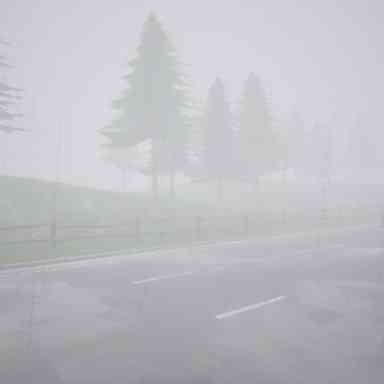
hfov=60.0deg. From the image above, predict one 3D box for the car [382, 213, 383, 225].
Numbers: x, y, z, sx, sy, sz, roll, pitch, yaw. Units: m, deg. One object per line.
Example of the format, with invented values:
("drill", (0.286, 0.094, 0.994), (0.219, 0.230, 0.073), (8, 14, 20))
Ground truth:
("car", (15.972, 1.805, 24.723), (5.008, 1.535, 1.882), (0, -2, -37))
